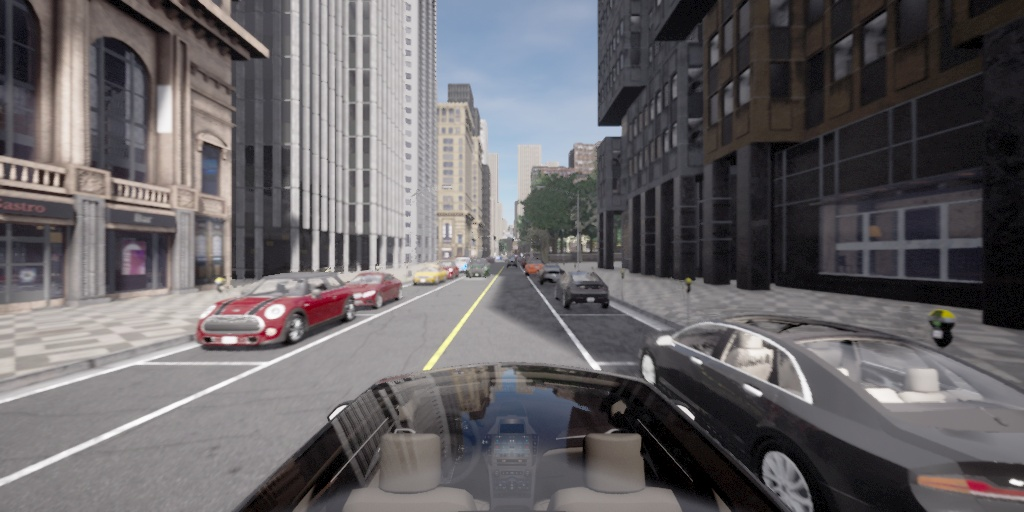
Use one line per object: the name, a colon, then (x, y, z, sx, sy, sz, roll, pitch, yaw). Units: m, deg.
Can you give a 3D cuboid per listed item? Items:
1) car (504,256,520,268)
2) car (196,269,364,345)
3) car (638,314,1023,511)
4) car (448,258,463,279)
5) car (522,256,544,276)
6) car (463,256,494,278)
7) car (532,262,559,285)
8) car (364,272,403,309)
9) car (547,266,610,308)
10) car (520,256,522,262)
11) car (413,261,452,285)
car: (0.024, 1.212, 58.610, 1.837, 1.490, 4.892, 0, 0, 1)
car: (-5.762, 1.188, 9.309, 1.967, 1.591, 4.097, 0, 0, 0)
car: (2.763, 1.300, 3.815, 2.007, 1.370, 4.403, 0, 0, 0)
car: (-5.763, 1.171, 31.261, 1.967, 1.591, 4.097, 0, 0, 0)
car: (2.387, 1.079, 36.514, 2.097, 1.767, 4.553, 0, 0, 0)
car: (-3.091, 1.081, 33.844, 2.097, 1.767, 4.553, 0, 0, 0)
car: (2.763, 1.301, 25.763, 1.948, 1.339, 4.313, 0, 0, 0)
car: (-5.763, 1.327, 14.797, 1.802, 1.307, 4.207, 0, 0, 0)
car: (2.763, 1.295, 14.789, 2.007, 1.370, 4.403, 0, 0, 0)
car: (2.762, 1.022, 58.683, 2.192, 1.841, 5.009, 0, 0, 0)
car: (-5.763, 1.261, 25.603, 1.751, 1.417, 4.829, 0, 0, 0)
